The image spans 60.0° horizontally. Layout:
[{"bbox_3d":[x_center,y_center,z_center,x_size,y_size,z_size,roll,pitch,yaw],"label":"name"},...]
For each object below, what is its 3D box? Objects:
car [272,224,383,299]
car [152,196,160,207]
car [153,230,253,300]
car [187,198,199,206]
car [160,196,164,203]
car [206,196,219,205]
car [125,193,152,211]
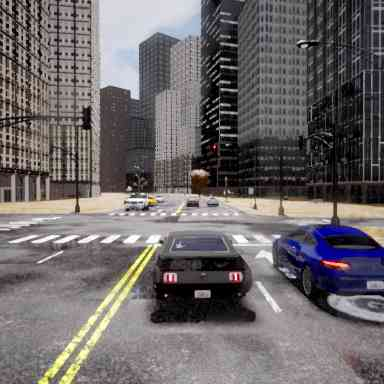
[{"bbox_3d":[3.347,1.522,8.339,1.812,1.442,4.674,0,0,1],"label":"car"},{"bbox_3d":[-6.546,1.421,51.507,1.882,1.535,5.008,0,0,0],"label":"car"},{"bbox_3d":[0.104,1.597,8.367,1.895,1.301,4.718,0,0,-3],"label":"car"},{"bbox_3d":[0.135,1.542,52.760,1.895,1.301,4.718,0,0,0],"label":"car"},{"bbox_3d":[-6.551,1.438,66.115,1.812,1.442,4.674,0,0,0],"label":"car"},{"bbox_3d":[3.388,1.461,55.318,1.812,1.442,4.674,0,0,0],"label":"car"},{"bbox_3d":[-6.565,1.187,40.407,2.150,2.045,5.566,0,0,0],"label":"car"}]
